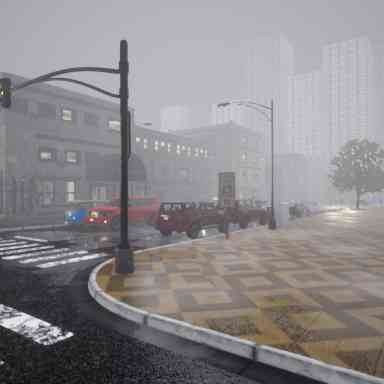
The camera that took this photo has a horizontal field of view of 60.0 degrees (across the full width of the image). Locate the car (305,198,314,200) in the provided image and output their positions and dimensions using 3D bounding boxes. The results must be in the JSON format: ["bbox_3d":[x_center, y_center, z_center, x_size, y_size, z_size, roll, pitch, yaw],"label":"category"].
[{"bbox_3d":[22.072,1.816,63.194,2.008,1.369,4.403,-1,-1,35],"label":"car"}]

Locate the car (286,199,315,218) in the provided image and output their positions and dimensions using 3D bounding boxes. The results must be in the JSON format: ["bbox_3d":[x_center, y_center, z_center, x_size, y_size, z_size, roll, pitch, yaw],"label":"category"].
[{"bbox_3d":[9.728,1.657,31.315,1.947,1.339,4.313,-1,-1,35],"label":"car"}]

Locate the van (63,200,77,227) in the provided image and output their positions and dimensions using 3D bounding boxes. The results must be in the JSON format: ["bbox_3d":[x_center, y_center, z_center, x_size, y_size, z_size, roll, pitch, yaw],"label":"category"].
[{"bbox_3d":[-6.699,1.414,22.648,1.690,1.788,3.998,-1,0,35],"label":"van"}]

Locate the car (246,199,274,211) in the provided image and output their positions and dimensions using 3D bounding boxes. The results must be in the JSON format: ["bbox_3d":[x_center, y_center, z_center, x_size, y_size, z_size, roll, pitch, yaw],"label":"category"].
[{"bbox_3d":[9.285,1.723,45.172,2.008,1.369,4.403,-1,-1,35],"label":"car"}]

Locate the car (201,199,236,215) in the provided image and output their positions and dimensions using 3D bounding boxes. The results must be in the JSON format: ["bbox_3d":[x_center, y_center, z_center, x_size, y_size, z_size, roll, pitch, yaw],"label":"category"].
[{"bbox_3d":[2.892,1.570,36.164,1.967,1.590,4.097,-1,-1,35],"label":"car"}]

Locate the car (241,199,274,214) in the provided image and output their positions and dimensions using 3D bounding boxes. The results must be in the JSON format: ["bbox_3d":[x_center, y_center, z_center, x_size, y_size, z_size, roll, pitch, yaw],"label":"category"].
[{"bbox_3d":[7.627,1.639,38.330,1.837,1.490,4.892,0,0,36],"label":"car"}]

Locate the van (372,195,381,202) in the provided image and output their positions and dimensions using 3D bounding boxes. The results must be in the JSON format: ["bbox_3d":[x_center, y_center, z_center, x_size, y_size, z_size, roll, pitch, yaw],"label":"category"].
[{"bbox_3d":[44.890,1.694,80.875,1.690,1.788,3.998,-1,-1,35],"label":"van"}]

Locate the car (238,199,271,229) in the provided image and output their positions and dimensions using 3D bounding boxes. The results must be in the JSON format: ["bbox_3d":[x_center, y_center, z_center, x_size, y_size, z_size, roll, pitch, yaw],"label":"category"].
[{"bbox_3d":[3.333,1.368,22.306,2.192,1.841,5.009,-1,-1,35],"label":"car"}]

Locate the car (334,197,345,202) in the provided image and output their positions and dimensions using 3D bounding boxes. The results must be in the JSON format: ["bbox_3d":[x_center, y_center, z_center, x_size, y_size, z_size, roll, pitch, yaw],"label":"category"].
[{"bbox_3d":[38.055,1.936,85.719,1.887,1.381,4.507,-1,-1,35],"label":"car"}]

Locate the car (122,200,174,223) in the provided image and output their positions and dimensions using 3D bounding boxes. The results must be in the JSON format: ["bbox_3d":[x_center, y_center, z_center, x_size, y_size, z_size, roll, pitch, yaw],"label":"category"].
[{"bbox_3d":[-3.502,1.531,27.152,1.967,1.590,4.097,-1,-1,35],"label":"car"}]

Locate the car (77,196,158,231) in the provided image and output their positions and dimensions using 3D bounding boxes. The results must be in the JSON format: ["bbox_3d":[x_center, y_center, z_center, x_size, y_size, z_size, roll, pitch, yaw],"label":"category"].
[{"bbox_3d":[-4.246,1.285,21.626,2.150,2.045,5.566,0,0,35],"label":"car"}]

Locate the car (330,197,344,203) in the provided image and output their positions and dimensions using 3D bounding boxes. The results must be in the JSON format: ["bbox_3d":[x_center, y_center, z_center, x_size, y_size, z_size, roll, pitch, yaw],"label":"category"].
[{"bbox_3d":[34.858,1.915,81.214,2.008,1.369,4.403,-1,-1,35],"label":"car"}]

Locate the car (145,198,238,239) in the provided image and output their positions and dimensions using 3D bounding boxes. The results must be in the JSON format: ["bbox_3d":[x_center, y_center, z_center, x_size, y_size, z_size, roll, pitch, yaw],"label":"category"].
[{"bbox_3d":[0.137,1.350,17.801,2.192,1.841,5.009,-1,-1,35],"label":"car"}]

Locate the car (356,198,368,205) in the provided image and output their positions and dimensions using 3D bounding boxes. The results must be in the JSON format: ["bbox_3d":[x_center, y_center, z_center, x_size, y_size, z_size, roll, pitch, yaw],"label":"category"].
[{"bbox_3d":[32.104,1.801,62.851,2.008,1.369,4.403,-1,-1,35],"label":"car"}]

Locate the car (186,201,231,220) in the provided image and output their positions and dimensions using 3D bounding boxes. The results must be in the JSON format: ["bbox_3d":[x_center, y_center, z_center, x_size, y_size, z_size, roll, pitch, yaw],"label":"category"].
[{"bbox_3d":[1.592,1.622,29.835,1.812,1.442,4.674,0,0,36],"label":"car"}]

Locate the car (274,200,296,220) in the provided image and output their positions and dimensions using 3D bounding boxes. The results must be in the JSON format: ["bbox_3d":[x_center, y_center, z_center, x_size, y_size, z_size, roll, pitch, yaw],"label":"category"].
[{"bbox_3d":[6.531,1.616,26.810,1.887,1.381,4.507,-1,-1,35],"label":"car"}]

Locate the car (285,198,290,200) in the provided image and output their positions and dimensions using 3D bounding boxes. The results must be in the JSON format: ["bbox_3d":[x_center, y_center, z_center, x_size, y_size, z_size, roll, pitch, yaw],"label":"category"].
[{"bbox_3d":[15.579,1.742,54.044,1.752,1.417,4.829,-1,-1,35],"label":"car"}]

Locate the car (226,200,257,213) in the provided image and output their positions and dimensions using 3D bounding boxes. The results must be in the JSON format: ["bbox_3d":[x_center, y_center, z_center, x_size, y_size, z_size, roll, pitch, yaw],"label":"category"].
[{"bbox_3d":[6.088,1.701,40.667,2.008,1.369,4.403,-1,-1,35],"label":"car"}]
